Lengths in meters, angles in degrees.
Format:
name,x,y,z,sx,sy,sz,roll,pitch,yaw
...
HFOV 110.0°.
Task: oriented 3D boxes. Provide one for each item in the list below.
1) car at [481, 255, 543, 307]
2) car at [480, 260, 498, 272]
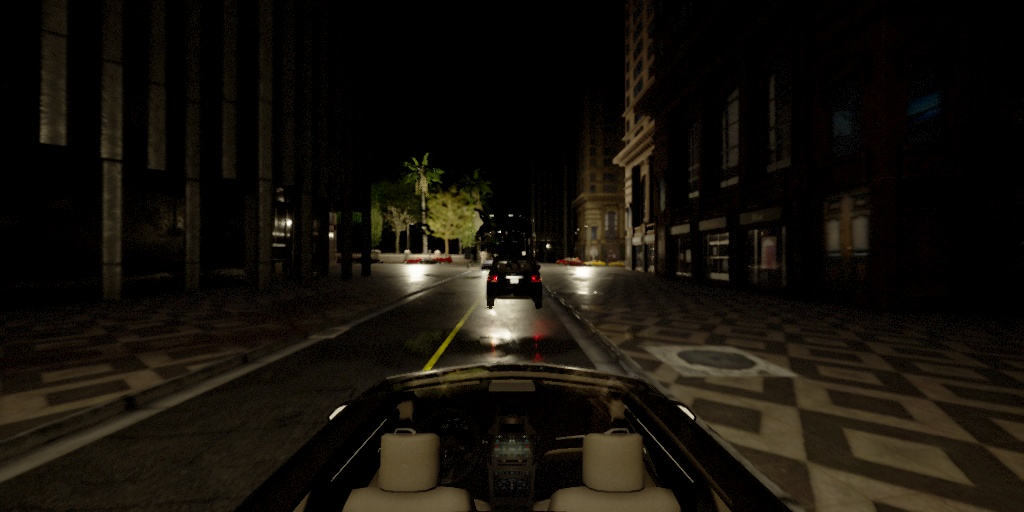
name,x,y,z,sx,sy,sz,roll,pitch,yaw
car,0.091,0.959,15.384,2.150,2.045,5.566,0,0,0
car,-3.022,1.251,47.826,2.033,1.411,5.357,0,0,0
